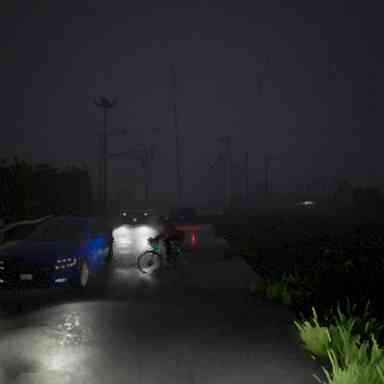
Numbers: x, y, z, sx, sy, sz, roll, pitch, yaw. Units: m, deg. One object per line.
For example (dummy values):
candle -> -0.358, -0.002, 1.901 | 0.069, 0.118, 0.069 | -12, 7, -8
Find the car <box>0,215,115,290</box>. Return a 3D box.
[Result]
car -> -3.468, 1.477, 9.297 | 1.882, 1.535, 5.008 | 0, 0, -2

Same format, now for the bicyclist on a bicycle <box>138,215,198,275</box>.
bicyclist on a bicycle -> -0.665, 1.453, 9.029 | 1.656, 1.620, 0.582 | -2, 0, -2

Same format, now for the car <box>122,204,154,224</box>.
car -> -3.950, 1.599, 24.903 | 1.895, 1.301, 4.718 | 0, 0, -1

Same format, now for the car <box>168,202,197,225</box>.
car -> -0.687, 1.476, 24.129 | 1.882, 1.535, 5.008 | 0, 0, -2
